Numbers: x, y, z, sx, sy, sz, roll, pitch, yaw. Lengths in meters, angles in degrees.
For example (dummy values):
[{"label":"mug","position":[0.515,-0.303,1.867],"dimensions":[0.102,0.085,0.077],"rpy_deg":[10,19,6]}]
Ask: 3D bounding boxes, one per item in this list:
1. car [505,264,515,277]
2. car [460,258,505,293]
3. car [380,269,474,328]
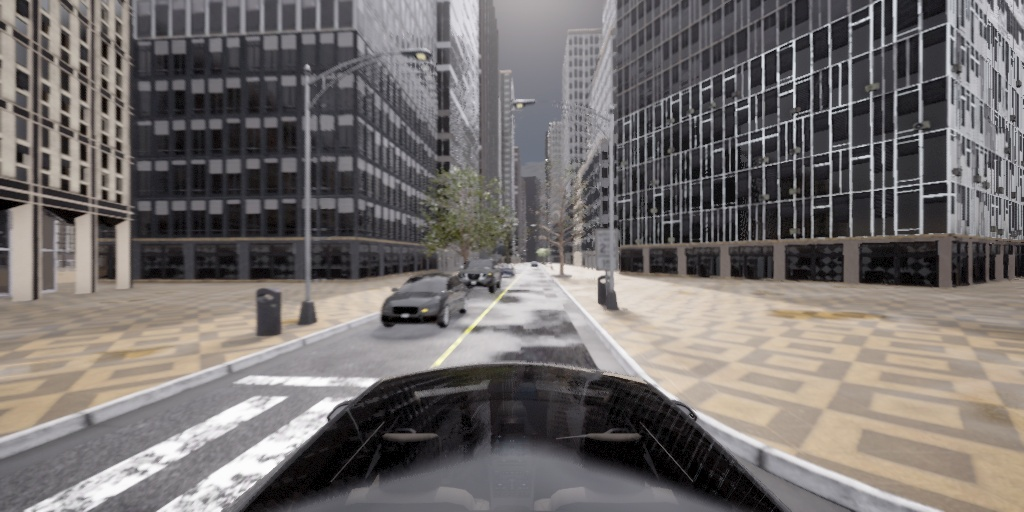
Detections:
[{"label":"car","position":[-0.628,1.669,42.279],"dimensions":[2.033,1.411,5.357],"rpy_deg":[0,-1,4]},{"label":"car","position":[-1.966,1.166,22.907],"dimensions":[2.150,2.045,5.566],"rpy_deg":[0,-1,4]},{"label":"car","position":[-2.691,1.354,11.969],"dimensions":[1.837,1.490,4.892],"rpy_deg":[0,0,4]}]
